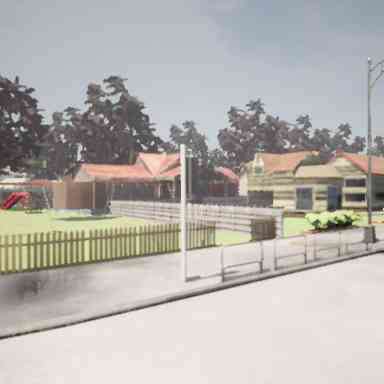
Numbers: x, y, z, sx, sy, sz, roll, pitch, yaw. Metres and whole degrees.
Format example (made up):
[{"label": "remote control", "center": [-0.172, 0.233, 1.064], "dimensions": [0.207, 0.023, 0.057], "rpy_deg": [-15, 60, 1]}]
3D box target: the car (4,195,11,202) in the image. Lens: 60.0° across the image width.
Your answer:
[{"label": "car", "center": [-35.729, 1.235, 65.689], "dimensions": [1.994, 1.381, 4.181], "rpy_deg": [-1, 0, -36]}]
